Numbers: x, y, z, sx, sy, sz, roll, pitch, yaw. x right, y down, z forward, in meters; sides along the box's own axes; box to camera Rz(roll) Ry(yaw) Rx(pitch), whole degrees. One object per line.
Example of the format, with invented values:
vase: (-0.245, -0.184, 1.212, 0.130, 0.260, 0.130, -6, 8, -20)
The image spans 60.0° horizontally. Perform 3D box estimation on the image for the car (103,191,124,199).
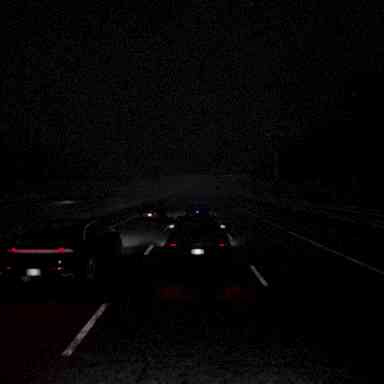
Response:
car: (-12.704, 0.948, 55.387, 1.994, 1.385, 4.181, 0, 1, 3)

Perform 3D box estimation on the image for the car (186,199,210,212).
car: (0.485, 1.362, 28.417, 1.882, 1.535, 5.008, 0, 1, 1)

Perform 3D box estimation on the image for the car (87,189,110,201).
car: (-16.021, 0.524, 58.787, 2.150, 2.045, 5.566, 0, 1, 3)

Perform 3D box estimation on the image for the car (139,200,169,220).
car: (-3.056, 1.405, 26.869, 1.837, 1.490, 4.892, 0, 1, 1)

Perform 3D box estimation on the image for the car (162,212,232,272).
car: (0.173, 1.559, 10.875, 1.994, 1.385, 4.181, 0, 0, 1)

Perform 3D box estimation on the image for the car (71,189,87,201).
car: (-19.497, 0.512, 59.258, 2.150, 2.045, 5.566, 0, 1, 3)

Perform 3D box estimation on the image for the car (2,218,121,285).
car: (-3.340, 1.487, 9.478, 2.128, 1.511, 4.902, 0, 0, 0)
